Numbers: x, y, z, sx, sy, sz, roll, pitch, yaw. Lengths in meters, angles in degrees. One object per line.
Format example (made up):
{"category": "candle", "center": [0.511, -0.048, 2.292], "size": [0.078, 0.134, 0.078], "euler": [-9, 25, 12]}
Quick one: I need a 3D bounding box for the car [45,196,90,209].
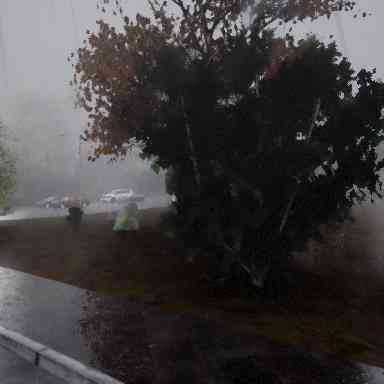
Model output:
{"category": "car", "center": [-15.498, 1.306, 42.403], "size": [1.882, 1.535, 5.008], "euler": [0, 2, 39]}

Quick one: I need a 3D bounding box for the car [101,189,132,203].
{"category": "car", "center": [-11.723, 0.658, 52.674], "size": [2.150, 2.045, 5.566], "euler": [0, 3, 39]}

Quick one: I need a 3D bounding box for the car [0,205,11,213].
{"category": "car", "center": [-21.710, 1.646, 34.668], "size": [1.895, 1.301, 4.718], "euler": [0, 1, 39]}

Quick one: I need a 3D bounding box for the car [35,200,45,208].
{"category": "car", "center": [-18.355, 1.350, 44.435], "size": [1.837, 1.490, 4.892], "euler": [0, 2, 39]}

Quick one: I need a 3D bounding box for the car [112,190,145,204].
{"category": "car", "center": [-9.172, 0.964, 50.270], "size": [1.812, 1.442, 4.674], "euler": [0, 3, 39]}
